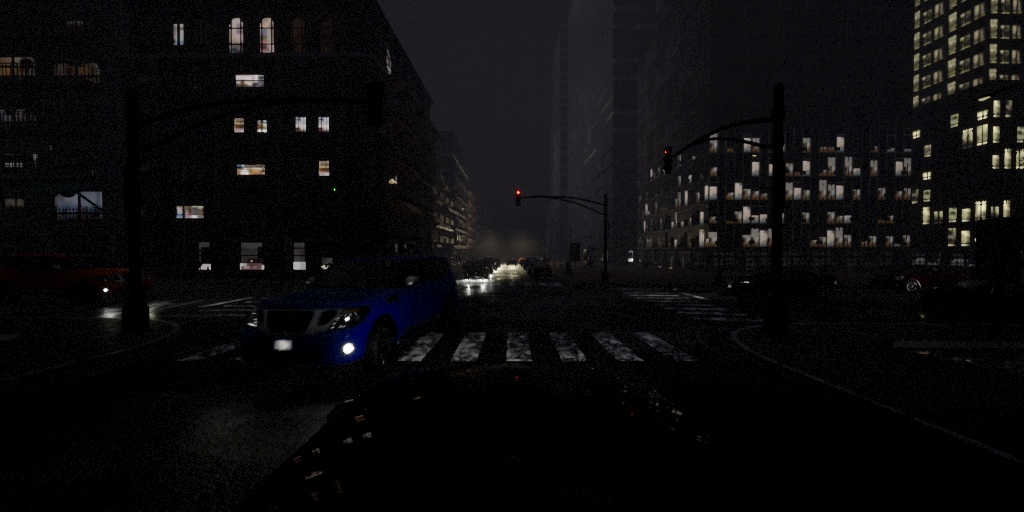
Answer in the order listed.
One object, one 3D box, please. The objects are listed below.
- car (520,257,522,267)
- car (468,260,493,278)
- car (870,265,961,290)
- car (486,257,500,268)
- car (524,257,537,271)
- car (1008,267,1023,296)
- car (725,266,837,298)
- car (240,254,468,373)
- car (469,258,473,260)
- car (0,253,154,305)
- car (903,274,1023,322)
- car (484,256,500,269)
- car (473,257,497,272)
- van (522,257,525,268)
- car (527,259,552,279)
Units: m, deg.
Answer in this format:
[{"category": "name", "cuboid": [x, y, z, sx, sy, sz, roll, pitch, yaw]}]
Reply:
[{"category": "car", "cuboid": [2.611, 1.240, 55.079, 1.888, 1.381, 4.507, 0, 0, 0]}, {"category": "car", "cuboid": [-3.117, 1.290, 32.834, 1.994, 1.385, 4.181, 0, 0, 0]}, {"category": "car", "cuboid": [23.357, 1.230, 20.753, 4.097, 1.591, 1.967, 0, 0, 1]}, {"category": "car", "cuboid": [-3.110, 1.037, 60.716, 2.097, 1.767, 4.553, 0, 0, 0]}, {"category": "car", "cuboid": [2.626, 1.159, 38.141, 1.967, 1.591, 4.097, 0, 0, 0]}, {"category": "car", "cuboid": [28.815, 1.352, 17.949, 4.902, 1.511, 2.128, 0, 1, 1]}, {"category": "car", "cuboid": [13.495, 1.279, 18.150, 4.902, 1.511, 2.128, 0, 1, 1]}, {"category": "car", "cuboid": [-2.931, 0.969, 8.054, 2.150, 2.045, 5.566, -1, 0, 10]}, {"category": "car", "cuboid": [-5.732, 1.270, 49.393, 1.948, 1.339, 4.313, 0, 0, 0]}, {"category": "car", "cuboid": [-18.852, 0.911, 15.359, 5.566, 2.045, 2.150, 0, 1, 1]}, {"category": "car", "cuboid": [16.706, 1.445, 12.200, 4.403, 1.370, 2.007, 0, 0, 1]}, {"category": "car", "cuboid": [-3.126, 1.054, 50.808, 2.097, 1.767, 4.553, 0, 0, 0]}, {"category": "car", "cuboid": [-3.131, 1.220, 41.572, 1.837, 1.490, 4.892, 0, 0, 0]}, {"category": "van", "cuboid": [2.617, 1.045, 49.433, 1.690, 1.789, 3.998, 0, 0, 0]}, {"category": "car", "cuboid": [2.631, 1.272, 32.495, 1.888, 1.381, 4.507, 0, 0, 0]}]
